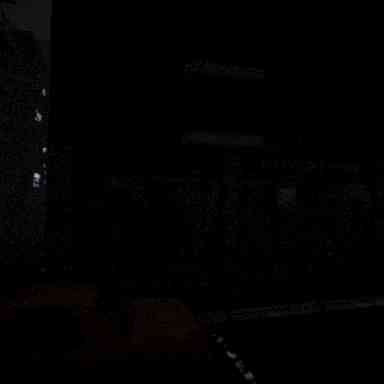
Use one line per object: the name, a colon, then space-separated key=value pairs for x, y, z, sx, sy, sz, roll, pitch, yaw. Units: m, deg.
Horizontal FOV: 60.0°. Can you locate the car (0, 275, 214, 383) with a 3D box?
car: x=-2.205 y=1.682 z=3.706 sx=4.829 sy=1.417 sz=1.752 roll=0 pitch=0 yaw=-14
